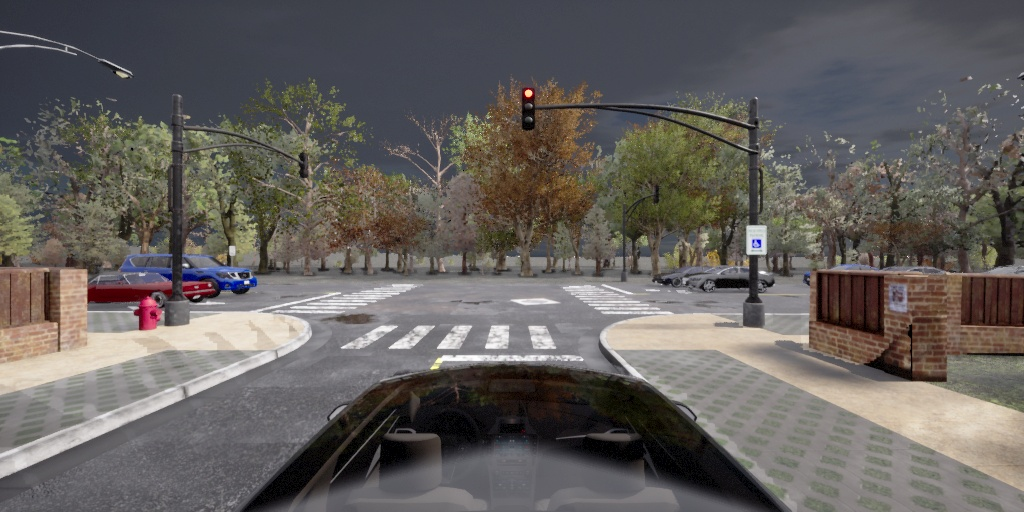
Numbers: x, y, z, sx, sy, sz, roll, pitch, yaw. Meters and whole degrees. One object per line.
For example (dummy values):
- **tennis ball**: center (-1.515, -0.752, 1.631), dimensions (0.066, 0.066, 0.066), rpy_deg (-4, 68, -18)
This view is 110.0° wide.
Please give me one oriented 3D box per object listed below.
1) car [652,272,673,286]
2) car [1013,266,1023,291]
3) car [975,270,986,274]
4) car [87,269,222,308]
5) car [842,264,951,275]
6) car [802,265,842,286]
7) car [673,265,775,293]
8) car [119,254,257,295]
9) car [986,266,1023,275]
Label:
- **car**: center (12.323, 1.353, 24.044), dimensions (5.357, 1.411, 2.033), rpy_deg (0, 0, 0)
- **car**: center (33.042, 1.360, 20.811), dimensions (4.902, 1.511, 2.128), rpy_deg (0, 0, 0)
- **car**: center (33.508, 1.400, 24.057), dimensions (4.674, 1.442, 1.812), rpy_deg (0, 0, 0)
- **car**: center (-14.638, 1.295, 14.049), dimensions (4.718, 1.301, 1.895), rpy_deg (0, 0, -3)
- **car**: center (22.763, 1.328, 20.808), dimensions (4.902, 1.511, 2.128), rpy_deg (0, 0, 0)
- **car**: center (22.381, 1.317, 24.058), dimensions (5.008, 1.535, 1.882), rpy_deg (0, 0, 0)
- **car**: center (12.439, 1.294, 20.795), dimensions (4.902, 1.511, 2.128), rpy_deg (0, 0, 0)
- **car**: center (-15.565, 0.916, 17.300), dimensions (5.566, 2.045, 2.150), rpy_deg (0, 0, 0)
- **car**: center (26.812, 1.323, 17.366), dimensions (5.008, 1.535, 1.882), rpy_deg (0, 0, 0)
